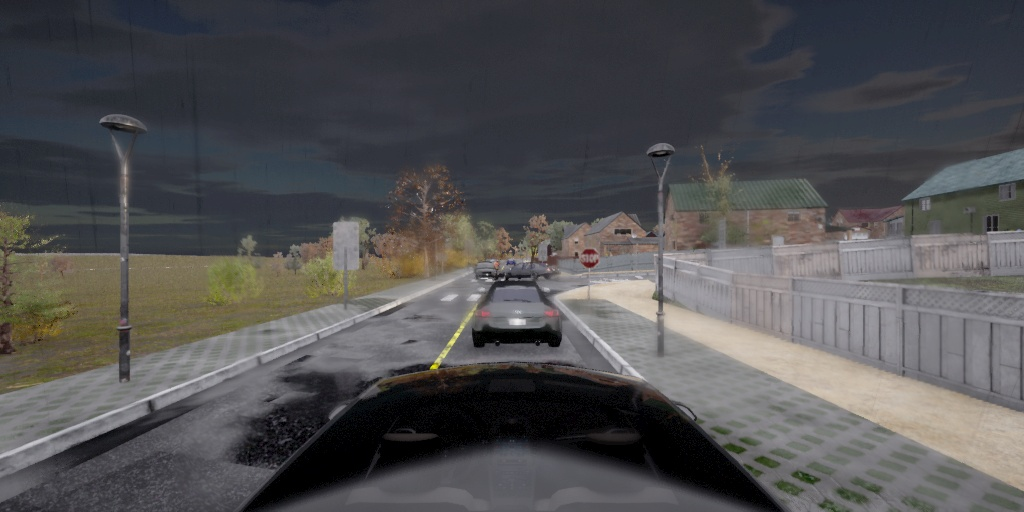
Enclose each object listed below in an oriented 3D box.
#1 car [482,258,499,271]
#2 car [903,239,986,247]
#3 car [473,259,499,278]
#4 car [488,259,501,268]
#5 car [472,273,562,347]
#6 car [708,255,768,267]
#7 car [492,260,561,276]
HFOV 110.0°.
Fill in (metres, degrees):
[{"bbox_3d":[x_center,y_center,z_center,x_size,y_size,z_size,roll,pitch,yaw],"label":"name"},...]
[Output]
[{"bbox_3d":[-2.982,1.121,51.028,2.097,1.767,4.553,0,0,0],"label":"car"},{"bbox_3d":[23.838,-0.208,20.327,4.902,1.511,2.128,-3,0,14],"label":"car"},{"bbox_3d":[-2.331,1.258,31.212,1.837,1.490,4.892,0,0,-8],"label":"car"},{"bbox_3d":[-2.995,1.256,61.065,1.882,1.535,5.008,0,0,0],"label":"car"},{"bbox_3d":[0.082,1.313,9.292,1.994,1.385,4.181,0,0,-1],"label":"car"},{"bbox_3d":[14.330,0.413,22.723,4.181,1.385,1.994,-3,0,16],"label":"car"},{"bbox_3d":[1.264,1.198,28.310,5.357,1.411,2.033,-4,-3,43],"label":"car"}]
